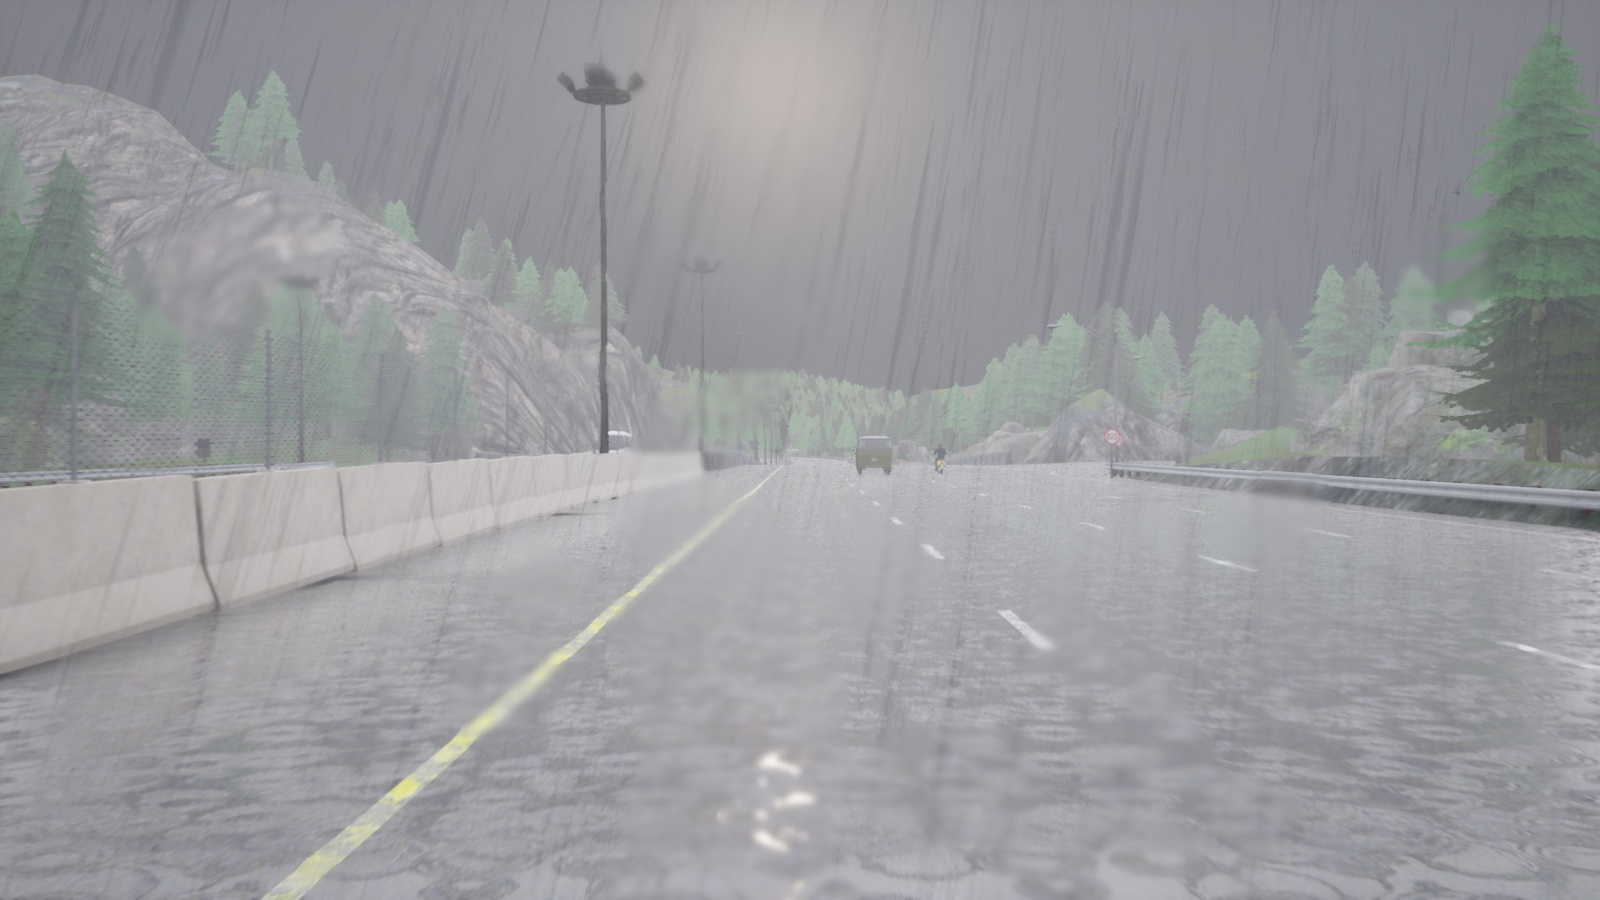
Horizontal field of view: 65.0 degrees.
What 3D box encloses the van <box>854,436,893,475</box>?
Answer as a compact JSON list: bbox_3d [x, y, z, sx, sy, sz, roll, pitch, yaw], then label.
[{"bbox_3d":[3.810,0.266,65.285,1.775,1.987,4.442,0,0,0],"label":"van"}]
